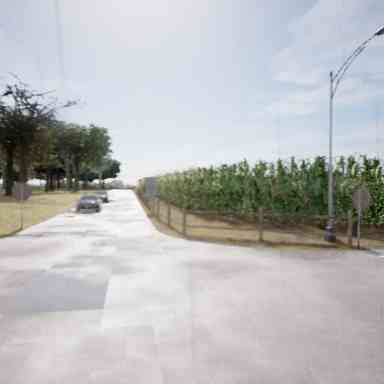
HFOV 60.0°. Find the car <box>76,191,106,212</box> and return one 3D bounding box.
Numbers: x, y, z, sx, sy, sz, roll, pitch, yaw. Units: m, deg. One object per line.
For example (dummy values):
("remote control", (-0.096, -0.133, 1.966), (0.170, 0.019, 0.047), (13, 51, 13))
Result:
("car", (-8.983, 0.920, 29.333), (1.837, 1.490, 4.892), (1, 1, -11))

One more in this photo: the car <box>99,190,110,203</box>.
("car", (-11.428, 0.572, 41.982), (1.837, 1.490, 4.892), (1, 1, -11))
